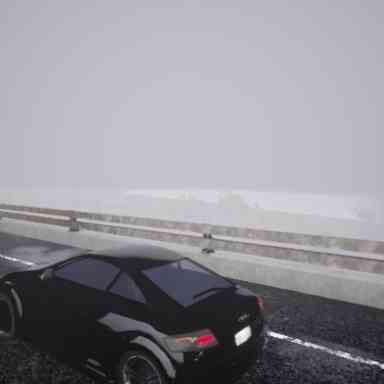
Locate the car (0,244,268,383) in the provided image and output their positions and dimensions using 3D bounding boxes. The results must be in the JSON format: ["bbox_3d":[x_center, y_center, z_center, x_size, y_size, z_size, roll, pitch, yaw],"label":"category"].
[{"bbox_3d":[-1.067,1.468,4.772,4.181,1.385,1.994,2,1,36],"label":"car"}]
